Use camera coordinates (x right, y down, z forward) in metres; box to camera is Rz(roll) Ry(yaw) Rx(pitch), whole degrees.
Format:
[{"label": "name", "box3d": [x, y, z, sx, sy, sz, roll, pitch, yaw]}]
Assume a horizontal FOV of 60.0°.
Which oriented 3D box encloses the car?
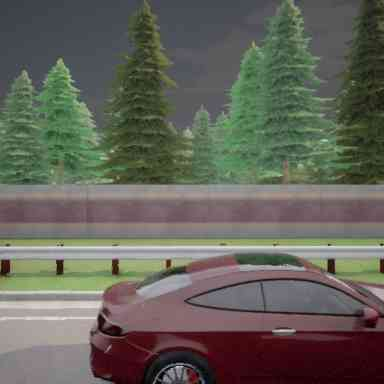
[{"label": "car", "box3d": [1.155, 1.525, 4.100, 4.674, 1.442, 1.812, 0, 0, -1]}]
